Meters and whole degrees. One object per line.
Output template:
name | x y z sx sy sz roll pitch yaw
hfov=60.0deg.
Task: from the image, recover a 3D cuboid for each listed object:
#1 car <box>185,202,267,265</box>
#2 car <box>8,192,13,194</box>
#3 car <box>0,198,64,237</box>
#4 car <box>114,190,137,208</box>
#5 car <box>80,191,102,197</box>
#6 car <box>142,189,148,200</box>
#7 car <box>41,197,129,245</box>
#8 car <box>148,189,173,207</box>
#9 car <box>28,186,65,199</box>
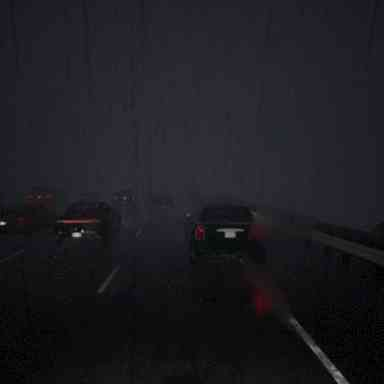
car | 0.872 1.082 10.800 2.097 1.767 4.553 0 1 -4
car | -32.502 0.040 61.125 2.033 1.411 5.357 -1 2 -21
car | -7.714 1.185 15.330 1.994 1.385 4.181 0 1 -5
car | -6.362 0.566 31.865 2.097 1.767 4.553 0 1 -9
car | -10.288 0.657 33.873 2.128 1.511 4.902 0 1 -11
car | -6.049 0.308 47.491 1.882 1.535 5.008 0 1 -15
car | -4.058 1.155 13.559 2.128 1.511 4.902 0 1 -4
car | -3.135 0.639 34.000 1.882 1.535 5.008 0 2 -11
car | -13.179 0.473 30.398 2.150 2.045 5.566 0 1 -10
